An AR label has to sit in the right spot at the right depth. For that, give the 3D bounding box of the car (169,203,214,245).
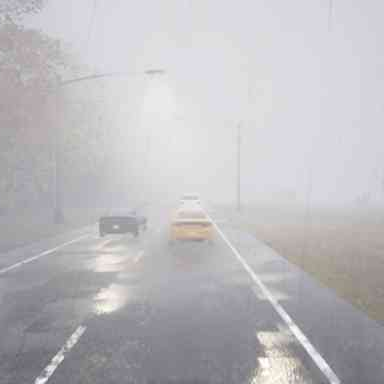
[{"bbox_3d":[-0.038,1.481,15.536,1.882,1.535,5.008,0,0,0],"label":"car"}]

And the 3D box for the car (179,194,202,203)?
[{"bbox_3d":[-0.188,1.230,34.532,2.150,2.045,5.566,0,0,0],"label":"car"}]

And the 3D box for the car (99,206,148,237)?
[{"bbox_3d":[-3.555,1.472,17.923,1.882,1.535,5.008,0,0,0],"label":"car"}]
